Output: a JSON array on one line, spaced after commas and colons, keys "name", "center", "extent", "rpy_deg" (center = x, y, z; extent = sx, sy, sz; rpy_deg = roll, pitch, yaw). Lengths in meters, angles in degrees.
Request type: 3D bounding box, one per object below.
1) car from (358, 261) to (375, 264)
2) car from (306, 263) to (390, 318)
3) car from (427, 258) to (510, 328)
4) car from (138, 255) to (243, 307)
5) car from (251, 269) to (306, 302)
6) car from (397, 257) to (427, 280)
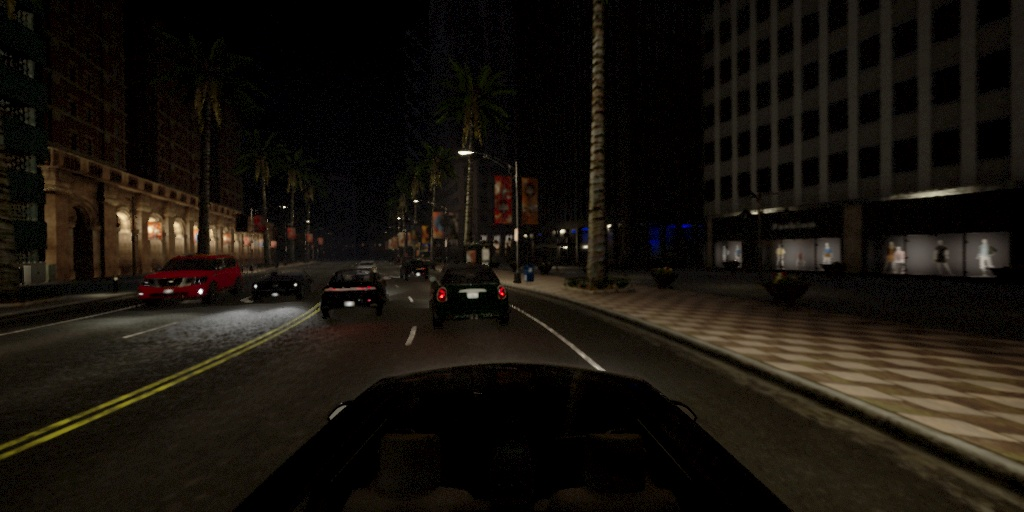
[{"name": "car", "center": [-12.564, 1.142, 31.031], "extent": [1.812, 1.442, 4.674], "rpy_deg": [-1, 1, -22]}, {"name": "car", "center": [-5.562, 1.197, 12.998], "extent": [2.128, 1.511, 4.902], "rpy_deg": [-1, 1, -17]}, {"name": "car", "center": [-1.522, 1.032, 11.409], "extent": [2.097, 1.767, 4.553], "rpy_deg": [-1, 1, -14]}, {"name": "car", "center": [-14.270, 0.983, 16.365], "extent": [2.150, 2.045, 5.566], "rpy_deg": [-1, 1, -22]}, {"name": "car", "center": [-10.844, 1.321, 17.241], "extent": [1.895, 1.301, 4.718], "rpy_deg": [-1, 1, -22]}, {"name": "car", "center": [-7.861, 1.095, 28.769], "extent": [1.837, 1.490, 4.892], "rpy_deg": [-1, 1, -22]}]
